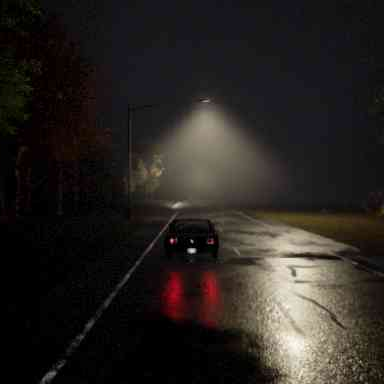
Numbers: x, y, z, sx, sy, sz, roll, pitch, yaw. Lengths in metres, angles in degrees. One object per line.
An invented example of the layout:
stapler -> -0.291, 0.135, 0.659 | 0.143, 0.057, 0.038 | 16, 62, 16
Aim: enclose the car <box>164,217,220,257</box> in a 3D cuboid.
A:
car -> 0.002, 1.658, 13.197 | 1.895, 1.301, 4.718 | 0, 0, 0
